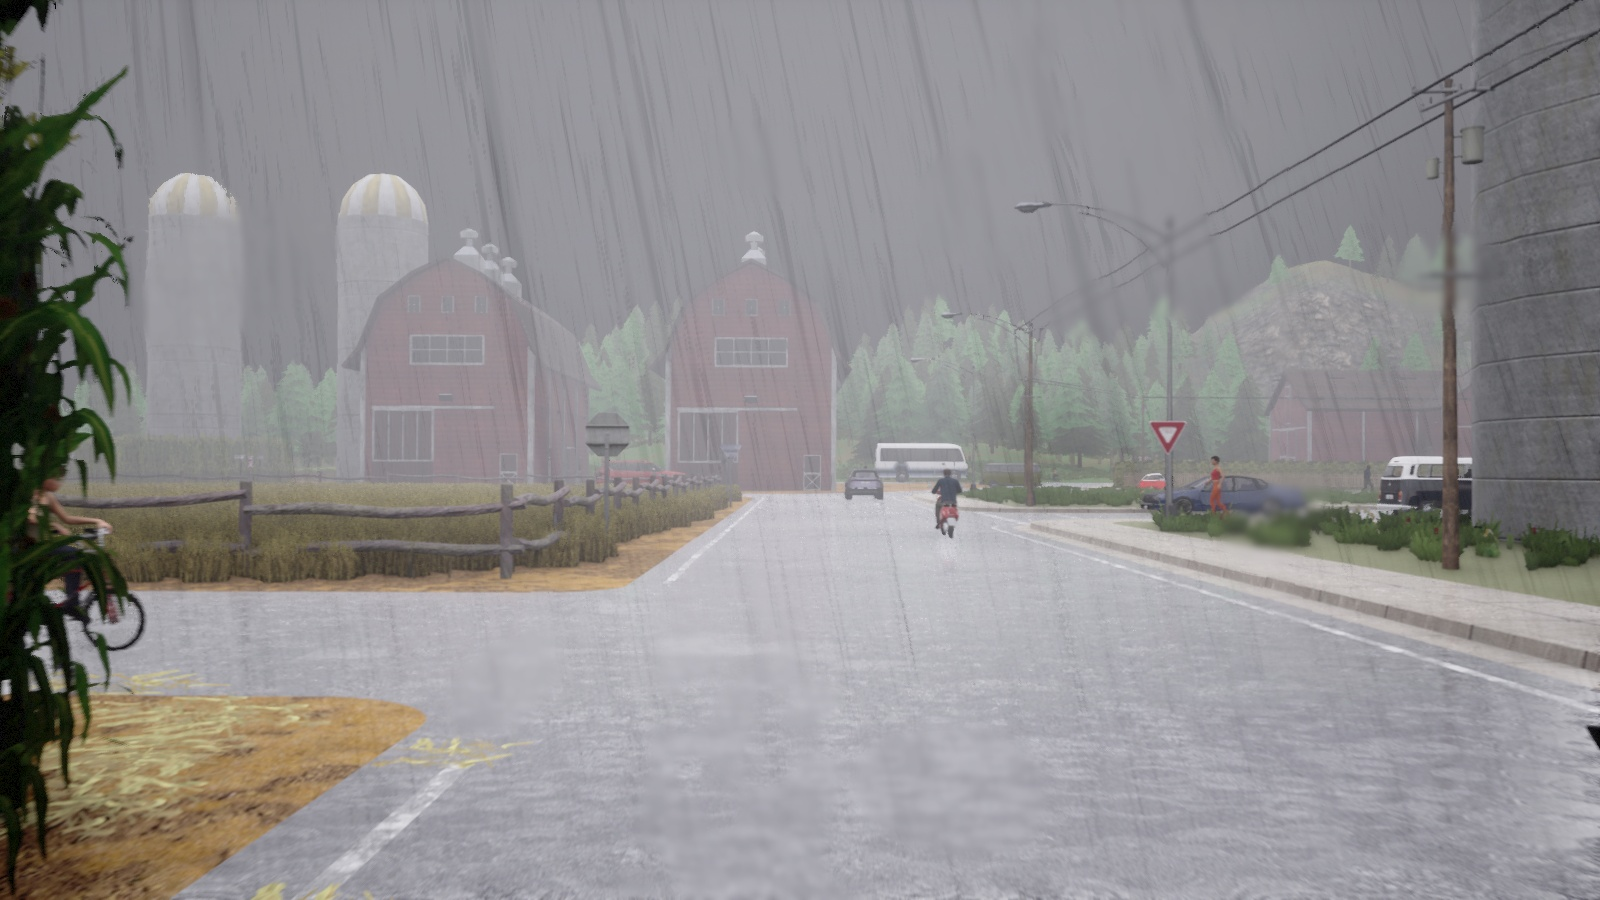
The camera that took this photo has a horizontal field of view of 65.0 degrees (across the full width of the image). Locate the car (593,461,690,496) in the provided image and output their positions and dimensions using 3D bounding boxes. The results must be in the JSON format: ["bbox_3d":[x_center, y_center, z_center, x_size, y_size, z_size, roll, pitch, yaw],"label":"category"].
[{"bbox_3d":[-9.490,1.718,75.559,5.566,2.045,2.150,0,-1,0],"label":"car"}]

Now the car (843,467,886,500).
[{"bbox_3d":[3.350,1.732,65.979,2.033,1.649,4.856,0,-1,1],"label":"car"}]

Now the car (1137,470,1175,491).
[{"bbox_3d":[23.695,2.043,83.644,2.207,1.376,1.481,-1,-1,7],"label":"car"}]

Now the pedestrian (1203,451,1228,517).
[{"bbox_3d":[11.758,0.961,35.533,0.594,1.836,0.345,0,-1,9],"label":"pedestrian"}]

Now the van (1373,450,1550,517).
[{"bbox_3d":[20.833,1.056,39.687,4.480,2.038,2.069,0,-1,-1],"label":"van"}]

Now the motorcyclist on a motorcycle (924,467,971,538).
[{"bbox_3d":[3.427,1.197,29.291,0.866,1.590,1.817,0,-1,0],"label":"motorcyclist on a motorcycle"}]

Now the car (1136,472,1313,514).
[{"bbox_3d":[14.500,1.457,43.074,5.357,1.411,2.033,0,-1,-1],"label":"car"}]

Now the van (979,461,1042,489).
[{"bbox_3d":[15.190,1.789,90.621,4.442,1.987,1.775,0,-1,11],"label":"van"}]

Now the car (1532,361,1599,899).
[{"bbox_3d":[3.493,0.631,2.400,1.905,1.878,3.866,0,-1,0],"label":"car"}]

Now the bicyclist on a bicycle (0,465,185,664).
[{"bbox_3d":[-6.185,0.936,10.633,1.509,1.612,0.866,0,-1,-1],"label":"bicyclist on a bicycle"}]
